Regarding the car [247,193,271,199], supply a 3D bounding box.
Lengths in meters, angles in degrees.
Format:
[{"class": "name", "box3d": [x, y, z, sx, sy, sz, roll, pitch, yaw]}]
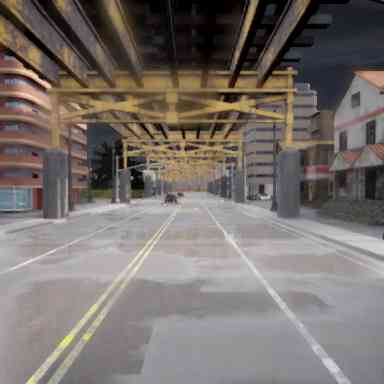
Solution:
[{"class": "car", "box3d": [13.636, 0.785, 67.584, 4.536, 1.218, 1.853, 0, 1, 25]}]

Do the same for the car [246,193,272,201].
[{"class": "car", "box3d": [13.589, 0.942, 67.608, 4.974, 1.542, 2.038, 0, 1, 25]}]

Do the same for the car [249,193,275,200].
[{"class": "car", "box3d": [13.311, 0.833, 63.466, 4.536, 1.218, 1.853, 0, 1, -20]}]

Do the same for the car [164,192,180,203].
[{"class": "car", "box3d": [-3.500, 1.032, 55.711, 2.097, 1.767, 4.553, 0, 1, 0]}]

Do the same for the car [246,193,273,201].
[{"class": "car", "box3d": [13.262, 0.990, 63.449, 4.974, 1.542, 2.038, 0, 1, -20]}]
